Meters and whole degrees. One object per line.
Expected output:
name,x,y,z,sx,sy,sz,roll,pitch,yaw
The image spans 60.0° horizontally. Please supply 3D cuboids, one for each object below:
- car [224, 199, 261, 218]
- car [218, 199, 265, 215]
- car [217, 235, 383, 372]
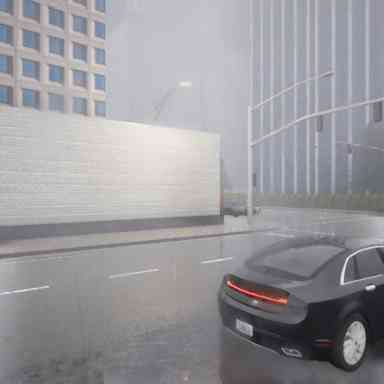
car,3.599,1.602,31.575,2.033,1.411,5.357,0,0,-36
car,5.160,1.547,35.407,2.128,1.511,4.902,0,0,-36
car,2.658,1.505,5.696,4.892,1.490,1.837,0,0,-35
